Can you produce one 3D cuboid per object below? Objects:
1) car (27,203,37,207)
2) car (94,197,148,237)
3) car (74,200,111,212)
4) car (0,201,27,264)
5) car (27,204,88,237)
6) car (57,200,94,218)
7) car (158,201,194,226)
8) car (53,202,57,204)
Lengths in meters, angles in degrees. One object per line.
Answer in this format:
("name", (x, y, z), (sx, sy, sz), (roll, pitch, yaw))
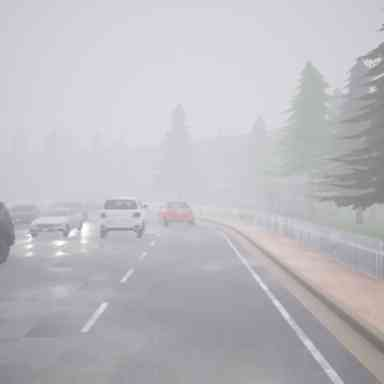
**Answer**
("car", (-11.942, 1.609, 23.802), (1.837, 1.490, 4.892), (0, 0, -17))
("car", (-3.758, 1.304, 18.740), (2.150, 2.045, 5.566), (0, 0, -6))
("car", (-13.064, 1.738, 43.599), (5.357, 1.411, 2.033), (0, 0, 40))
("car", (-7.085, 1.261, 9.064), (2.150, 2.045, 5.566), (0, 0, 1))
("car", (-7.475, 1.608, 18.808), (1.812, 1.442, 4.674), (0, 0, -5))
("car", (-10.078, 1.615, 28.497), (2.128, 1.511, 4.902), (0, 0, -25))
("car", (-1.302, 1.461, 24.644), (2.097, 1.767, 4.553), (0, 0, -12))
("car", (-16.139, 1.745, 41.568), (4.181, 1.385, 1.994), (0, 0, 38))
